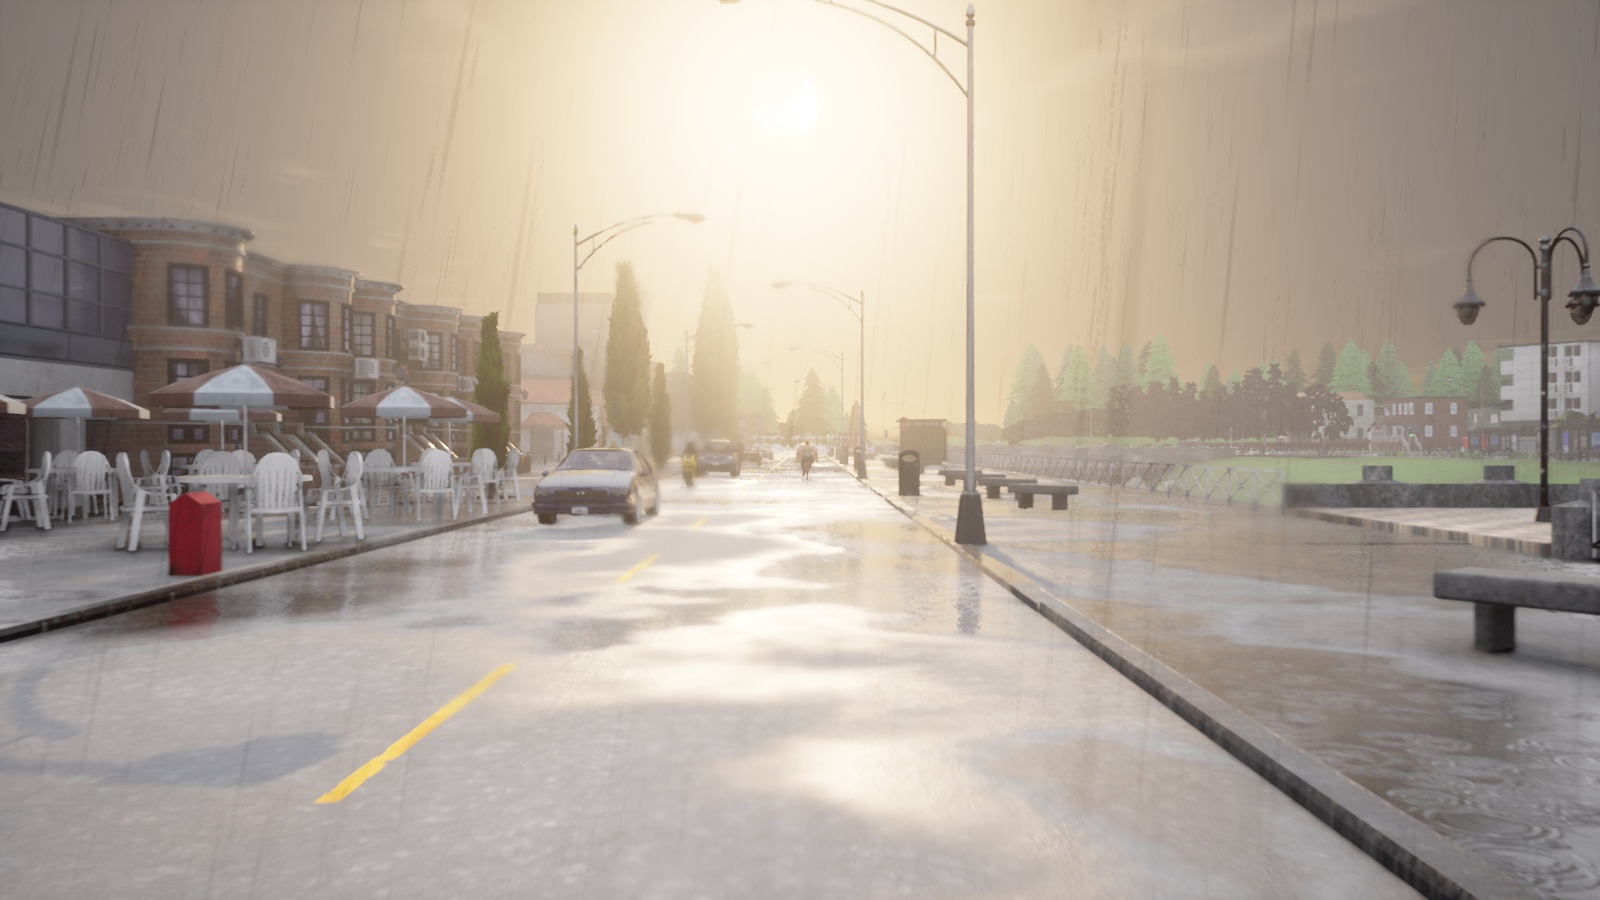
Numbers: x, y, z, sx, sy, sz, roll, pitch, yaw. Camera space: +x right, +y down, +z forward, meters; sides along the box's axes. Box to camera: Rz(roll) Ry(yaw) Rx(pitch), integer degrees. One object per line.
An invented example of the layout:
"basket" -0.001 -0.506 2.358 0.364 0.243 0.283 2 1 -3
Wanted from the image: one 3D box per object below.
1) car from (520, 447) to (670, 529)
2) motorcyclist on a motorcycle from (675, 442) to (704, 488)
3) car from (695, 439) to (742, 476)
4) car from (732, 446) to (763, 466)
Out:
"car" -3.848 0.653 24.523 2.033 1.411 5.357 0 0 0
"motorcyclist on a motorcycle" -3.748 0.485 42.736 0.797 1.523 2.044 0 0 0
"car" -3.669 0.321 56.849 1.851 1.617 3.988 0 0 0
"car" -3.516 0.368 84.507 1.895 1.301 4.718 0 0 0
